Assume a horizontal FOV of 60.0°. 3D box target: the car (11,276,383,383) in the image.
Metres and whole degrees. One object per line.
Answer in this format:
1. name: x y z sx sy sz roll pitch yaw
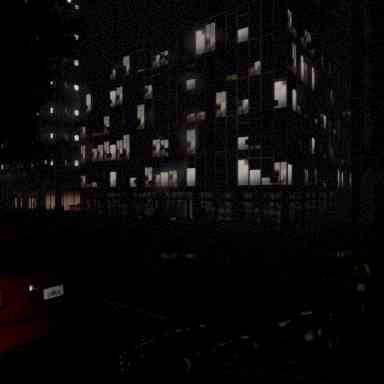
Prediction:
1. car: 0.850 1.566 2.272 4.313 1.339 1.947 0 0 36

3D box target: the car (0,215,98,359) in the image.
1. car: -3.645 1.315 5.481 5.009 1.841 2.192 0 0 36
